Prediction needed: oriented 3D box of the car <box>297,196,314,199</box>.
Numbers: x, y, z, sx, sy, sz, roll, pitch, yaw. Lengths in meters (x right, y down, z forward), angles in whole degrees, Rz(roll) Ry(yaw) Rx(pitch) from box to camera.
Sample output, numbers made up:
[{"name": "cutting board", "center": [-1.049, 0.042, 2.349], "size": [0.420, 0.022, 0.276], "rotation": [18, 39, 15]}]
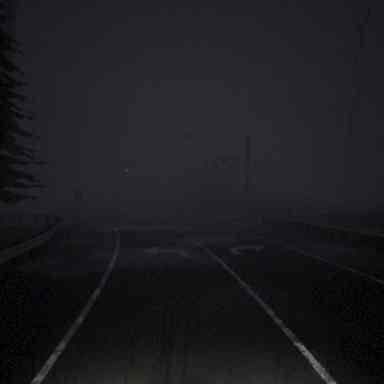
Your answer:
[{"name": "car", "center": [27.315, 1.786, 80.544], "size": [4.902, 1.511, 2.128], "rotation": [0, 0, -23]}]

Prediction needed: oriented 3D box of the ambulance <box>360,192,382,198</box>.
[{"name": "ambulance", "center": [41.129, 1.219, 76.516], "size": [6.366, 2.431, 2.351], "rotation": [0, 0, -35]}]
